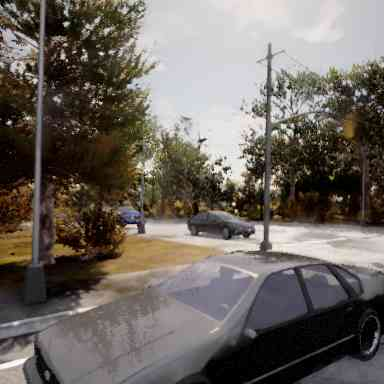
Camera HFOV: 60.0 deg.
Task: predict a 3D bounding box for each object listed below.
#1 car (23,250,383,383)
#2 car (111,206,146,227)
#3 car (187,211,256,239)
[{"bbox_3d":[0.818,1.567,4.457,5.357,1.411,2.033,1,0,-36],"label":"car"},{"bbox_3d":[-6.365,2.275,30.250,2.150,2.045,5.566,2,-5,-41],"label":"car"},{"bbox_3d":[1.663,1.963,20.284,1.837,1.490,4.892,2,-3,-39],"label":"car"}]
